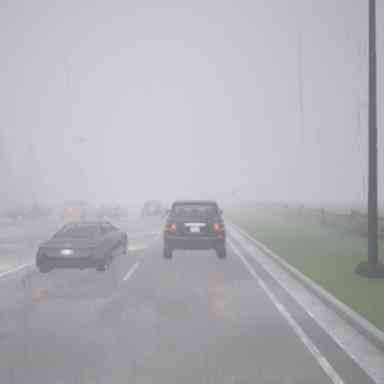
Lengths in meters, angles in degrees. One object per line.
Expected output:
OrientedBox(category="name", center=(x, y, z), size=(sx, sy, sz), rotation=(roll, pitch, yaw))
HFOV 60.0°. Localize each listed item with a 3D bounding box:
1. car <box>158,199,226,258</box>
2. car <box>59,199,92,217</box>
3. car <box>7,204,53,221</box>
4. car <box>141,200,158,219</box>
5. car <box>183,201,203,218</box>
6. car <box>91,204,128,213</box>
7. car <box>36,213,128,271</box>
OrientedBox(category="car", center=(0.095, 1.286, 13.251), size=(2.150, 2.045, 5.566), rotation=(0, 0, 0))
OrientedBox(category="car", center=(-10.411, 1.496, 30.617), size=(2.097, 1.767, 4.553), rotation=(0, 0, 0))
OrientedBox(category="car", center=(-13.909, 1.738, 28.959), size=(1.895, 1.301, 4.718), rotation=(0, 0, 0))
OrientedBox(category="car", center=(-3.411, 1.497, 30.701), size=(2.097, 1.767, 4.553), rotation=(0, 0, 0))
OrientedBox(category="car", center=(0.088, 1.682, 32.942), size=(1.812, 1.442, 4.674), rotation=(0, 0, 0))
OrientedBox(category="car", center=(-6.910, 1.738, 28.970), size=(1.895, 1.301, 4.718), rotation=(0, 0, 0))
OrientedBox(category="car", center=(-3.404, 1.617, 11.056), size=(1.994, 1.385, 4.181), rotation=(0, 0, 0))
